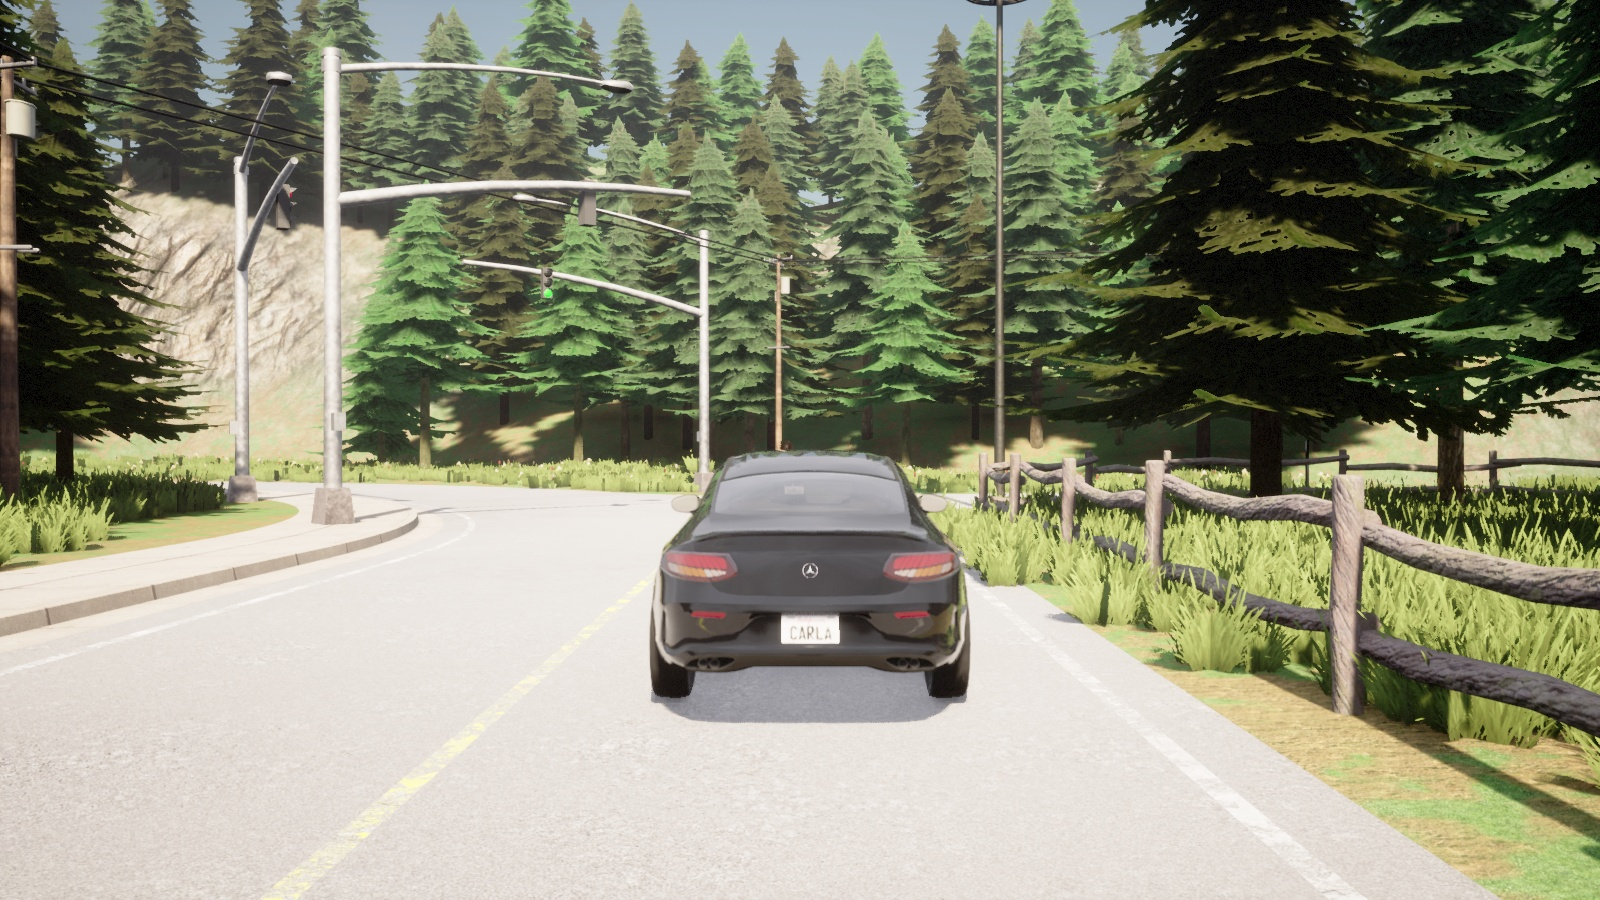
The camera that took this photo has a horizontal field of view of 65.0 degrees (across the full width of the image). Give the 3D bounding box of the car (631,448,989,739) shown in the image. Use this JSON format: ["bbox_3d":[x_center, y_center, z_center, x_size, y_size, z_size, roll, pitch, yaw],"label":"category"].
[{"bbox_3d":[0.064,0.723,8.690,1.812,1.442,4.674,0,0,0],"label":"car"}]
